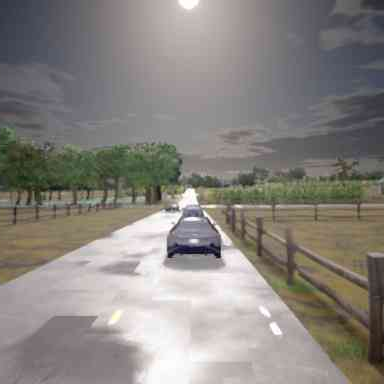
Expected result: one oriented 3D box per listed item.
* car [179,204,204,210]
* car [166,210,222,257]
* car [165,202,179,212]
[{"bbox_3d":[0.087,1.792,28.815,1.812,1.442,4.674,0,-1,0],"label":"car"},{"bbox_3d":[0.078,1.628,13.133,1.994,1.385,4.181,0,-1,0],"label":"car"},{"bbox_3d":[-2.814,2.174,48.546,1.994,1.385,4.181,0,-1,0],"label":"car"}]
